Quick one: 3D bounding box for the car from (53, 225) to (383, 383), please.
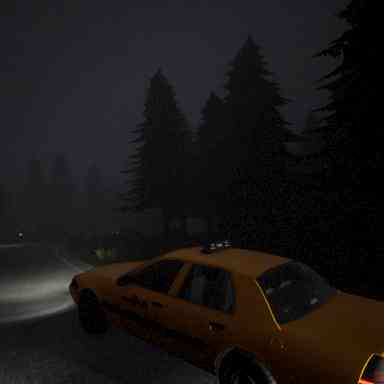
[{"bbox_3d":[0.138,1.441,4.738,5.366,1.575,1.801,0,1,43],"label":"car"}]

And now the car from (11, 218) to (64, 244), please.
[{"bbox_3d":[-12.747,3.225,28.119,2.150,2.045,5.566,-4,-7,7],"label":"car"}]

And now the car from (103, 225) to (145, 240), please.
[{"bbox_3d":[-7.438,4.510,36.956,2.033,1.411,5.357,-4,-8,20],"label":"car"}]

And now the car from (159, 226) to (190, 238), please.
[{"bbox_3d":[-2.319,5.544,46.264,1.882,1.535,5.008,-5,-8,30],"label":"car"}]
